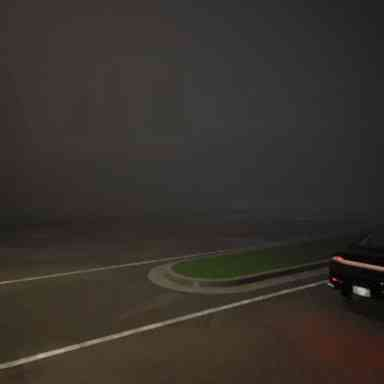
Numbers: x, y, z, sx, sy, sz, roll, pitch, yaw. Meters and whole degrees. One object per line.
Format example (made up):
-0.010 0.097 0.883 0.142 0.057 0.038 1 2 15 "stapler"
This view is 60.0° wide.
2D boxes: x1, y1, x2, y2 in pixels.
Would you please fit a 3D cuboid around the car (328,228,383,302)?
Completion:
4.918 1.470 6.981 4.902 1.511 2.128 0 0 -33 "car"
